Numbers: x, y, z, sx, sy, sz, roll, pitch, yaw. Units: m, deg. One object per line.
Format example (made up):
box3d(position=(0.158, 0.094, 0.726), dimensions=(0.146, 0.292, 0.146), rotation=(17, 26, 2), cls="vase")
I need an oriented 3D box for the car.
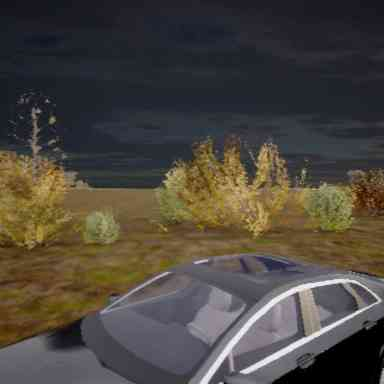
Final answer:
box3d(position=(0.334, 1.457, 3.143), dimensions=(4.902, 1.511, 2.128), rotation=(0, 1, -37), cls="car")
